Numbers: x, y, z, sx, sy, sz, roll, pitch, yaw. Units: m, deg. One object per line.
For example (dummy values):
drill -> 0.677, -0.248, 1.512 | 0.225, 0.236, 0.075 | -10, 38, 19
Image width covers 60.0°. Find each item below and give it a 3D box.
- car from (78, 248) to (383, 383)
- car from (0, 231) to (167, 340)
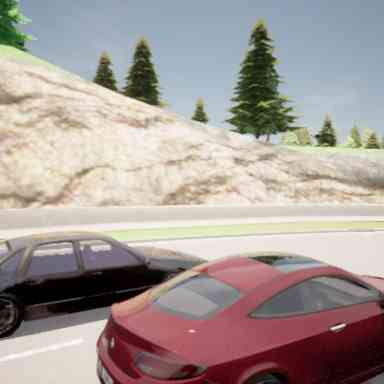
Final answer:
car -> 1.225, 1.499, 4.156 | 4.674, 1.442, 1.812 | 0, 0, -31
car -> -2.176, 1.471, 6.309 | 5.357, 1.411, 2.033 | 0, 1, -32
